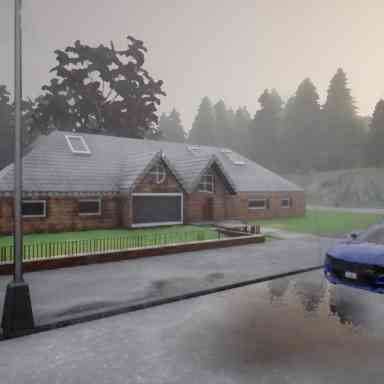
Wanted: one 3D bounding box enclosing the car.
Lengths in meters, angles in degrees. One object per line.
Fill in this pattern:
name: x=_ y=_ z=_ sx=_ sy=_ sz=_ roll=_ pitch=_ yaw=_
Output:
car: x=5.374 y=1.477 z=8.438 sx=5.008 sy=1.535 sz=1.882 roll=0 pitch=0 yaw=-35
